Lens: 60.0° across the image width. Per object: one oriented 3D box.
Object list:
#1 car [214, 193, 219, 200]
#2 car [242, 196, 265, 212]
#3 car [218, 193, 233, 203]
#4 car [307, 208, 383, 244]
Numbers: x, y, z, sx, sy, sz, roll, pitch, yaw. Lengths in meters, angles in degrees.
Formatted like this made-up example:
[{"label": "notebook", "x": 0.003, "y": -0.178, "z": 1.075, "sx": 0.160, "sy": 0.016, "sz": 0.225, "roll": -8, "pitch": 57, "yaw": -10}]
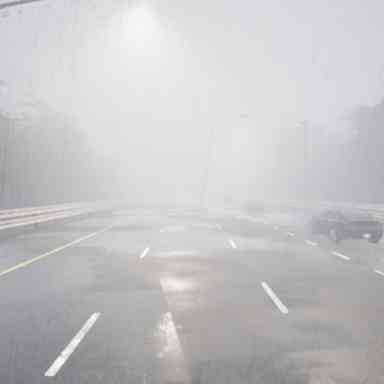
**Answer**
[{"label": "car", "x": 7.213, "y": 1.349, "z": 92.515, "sx": 2.097, "sy": 1.767, "sz": 4.553, "roll": 0, "pitch": 0, "yaw": 0}, {"label": "car", "x": 7.061, "y": 1.548, "z": 38.446, "sx": 2.033, "sy": 1.411, "sz": 5.357, "roll": 0, "pitch": 0, "yaw": 0}, {"label": "car", "x": 7.146, "y": 1.350, "z": 68.522, "sx": 2.097, "sy": 1.767, "sz": 4.553, "roll": 0, "pitch": 0, "yaw": 0}, {"label": "car", "x": 7.008, "y": 1.507, "z": 15.739, "sx": 1.837, "sy": 1.490, "sz": 4.892, "roll": 0, "pitch": 0, "yaw": 0}]
